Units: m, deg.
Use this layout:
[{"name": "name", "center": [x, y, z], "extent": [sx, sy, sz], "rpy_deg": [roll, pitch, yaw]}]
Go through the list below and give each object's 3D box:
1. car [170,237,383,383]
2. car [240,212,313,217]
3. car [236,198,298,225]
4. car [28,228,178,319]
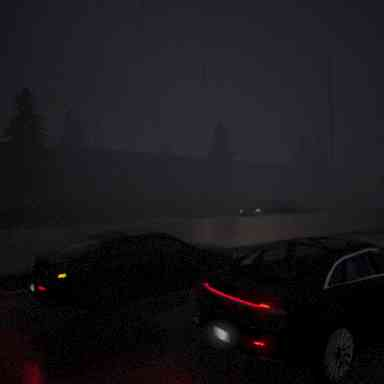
[{"name": "car", "center": [2.328, 1.500, 5.410], "extent": [4.902, 1.511, 2.128], "rpy_deg": [0, 0, -35]}, {"name": "car", "center": [5.513, 1.578, 20.823], "extent": [5.357, 1.411, 2.033], "rpy_deg": [0, 0, -35]}, {"name": "car", "center": [5.707, 1.387, 25.258], "extent": [4.553, 1.767, 2.097], "rpy_deg": [0, 0, -35]}, {"name": "car", "center": [-1.001, 1.532, 7.335], "extent": [4.674, 1.442, 1.812], "rpy_deg": [0, 0, -35]}]
